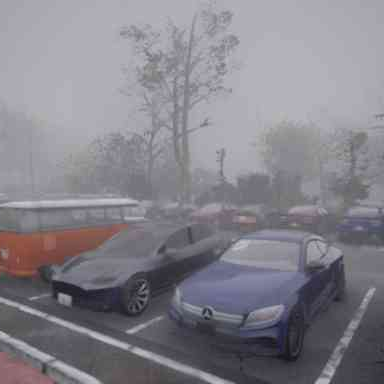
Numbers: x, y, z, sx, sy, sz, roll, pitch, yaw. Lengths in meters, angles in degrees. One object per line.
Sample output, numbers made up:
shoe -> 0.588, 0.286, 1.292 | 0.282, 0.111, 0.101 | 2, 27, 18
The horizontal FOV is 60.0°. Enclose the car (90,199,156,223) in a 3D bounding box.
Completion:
car -> -5.307, 1.420, 26.252 | 2.097, 1.535, 5.008 | 0, 0, 35

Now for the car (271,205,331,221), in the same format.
car -> 6.348, 1.427, 18.067 | 2.097, 1.535, 5.008 | 0, 0, 35

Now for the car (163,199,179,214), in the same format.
car -> -0.690, 1.423, 23.001 | 2.097, 1.535, 5.008 | 0, 0, 35

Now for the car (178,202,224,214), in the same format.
car -> 1.628, 1.424, 21.388 | 2.097, 1.535, 5.008 | 0, 0, 35

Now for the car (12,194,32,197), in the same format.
car -> -14.574, 1.289, 32.708 | 2.185, 1.767, 4.553 | 0, 0, 35

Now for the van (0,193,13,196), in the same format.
van -> -19.146, 1.186, 35.810 | 1.878, 1.987, 4.442 | 0, 0, 35

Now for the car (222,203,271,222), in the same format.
car -> 4.055, 1.455, 19.716 | 2.163, 1.488, 4.792 | 0, 0, 35

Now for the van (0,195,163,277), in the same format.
van -> -3.049, 1.201, 9.454 | 1.878, 1.987, 4.442 | 0, 0, 35

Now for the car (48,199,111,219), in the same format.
car -> -9.828, 1.418, 29.424 | 2.231, 1.521, 4.892 | 0, 0, 35

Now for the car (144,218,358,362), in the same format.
car -> 1.513, 1.470, 6.116 | 2.002, 1.452, 4.674 | 0, 0, 35

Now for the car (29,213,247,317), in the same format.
car -> -0.819, 1.458, 7.712 | 2.163, 1.488, 4.792 | 0, 0, 35

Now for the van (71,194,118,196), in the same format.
van -> -7.452, 1.193, 27.891 | 1.878, 1.987, 4.442 | 0, 0, 35

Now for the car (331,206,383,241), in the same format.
car -> 8.660, 1.429, 16.446 | 2.097, 1.535, 5.008 | 0, 0, 35

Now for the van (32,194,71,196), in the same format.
van -> -12.076, 1.190, 31.138 | 1.878, 1.987, 4.442 | 0, 0, 35

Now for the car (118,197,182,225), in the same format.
car -> -2.981, 1.296, 24.652 | 2.185, 1.767, 4.553 | 0, 0, 35
